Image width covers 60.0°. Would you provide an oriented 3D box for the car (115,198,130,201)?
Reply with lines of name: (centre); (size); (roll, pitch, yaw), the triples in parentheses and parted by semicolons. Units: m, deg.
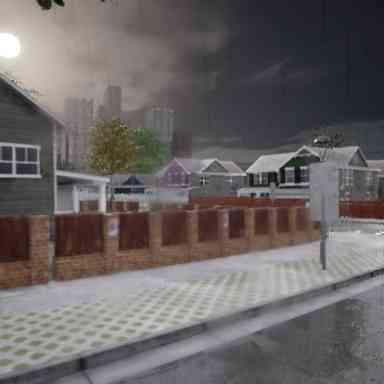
car: (-8.724, 1.505, 41.666); (1.994, 1.385, 4.181); (-1, 1, -38)
